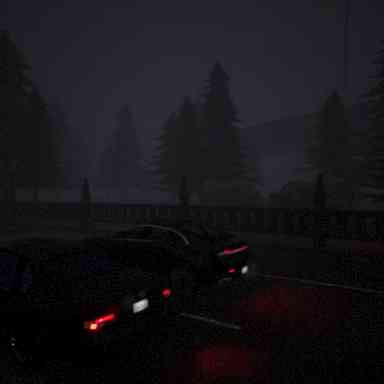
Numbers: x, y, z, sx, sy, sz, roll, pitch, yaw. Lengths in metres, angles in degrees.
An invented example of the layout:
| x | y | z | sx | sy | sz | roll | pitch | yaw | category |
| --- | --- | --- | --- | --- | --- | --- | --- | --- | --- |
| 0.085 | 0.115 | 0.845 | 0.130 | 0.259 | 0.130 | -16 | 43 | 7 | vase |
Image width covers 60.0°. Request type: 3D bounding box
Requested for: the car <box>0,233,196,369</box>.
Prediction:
| x | y | z | sx | sy | sz | roll | pitch | yaw | category |
| --- | --- | --- | --- | --- | --- | --- | --- | --- | --- |
| -2.799 | 1.513 | 5.636 | 5.357 | 1.411 | 2.033 | 0 | 0 | 32 | car |

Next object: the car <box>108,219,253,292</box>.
| x | y | z | sx | sy | sz | roll | pitch | yaw | category |
| --- | --- | --- | --- | --- | --- | --- | --- | --- | --- |
| -0.896 | 1.449 | 8.478 | 4.902 | 1.511 | 2.128 | 0 | 0 | 32 | car |
